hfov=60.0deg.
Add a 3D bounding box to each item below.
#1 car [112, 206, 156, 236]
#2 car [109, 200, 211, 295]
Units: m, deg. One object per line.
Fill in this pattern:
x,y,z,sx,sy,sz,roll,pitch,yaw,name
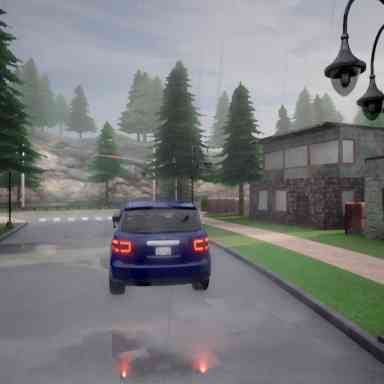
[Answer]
-3.539,1.600,19.443,1.895,1.301,4.718,0,0,-18,car
-0.979,1.221,9.010,2.150,2.045,5.566,0,0,-9,car
